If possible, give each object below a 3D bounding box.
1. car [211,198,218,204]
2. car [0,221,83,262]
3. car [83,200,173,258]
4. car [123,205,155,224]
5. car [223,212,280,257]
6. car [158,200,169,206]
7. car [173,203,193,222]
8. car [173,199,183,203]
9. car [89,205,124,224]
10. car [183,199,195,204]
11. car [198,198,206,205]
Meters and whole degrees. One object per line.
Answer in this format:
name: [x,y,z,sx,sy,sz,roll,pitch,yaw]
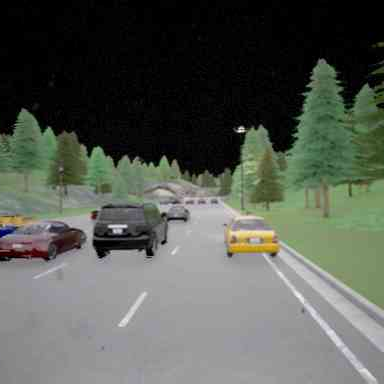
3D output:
car: [6.208,2.496,91.872,2.097,1.767,4.553,-1,-1,4]
car: [-5.904,1.861,13.533,1.994,1.385,4.181,-1,-1,4]
car: [-2.366,1.460,14.046,2.150,2.045,5.566,-1,-1,4]
car: [-4.773,2.014,30.557,1.837,1.490,4.892,-1,-1,4]
car: [2.239,1.601,13.498,1.801,1.575,5.366,-1,-1,4]
car: [-7.808,2.942,91.991,2.033,1.411,5.357,-1,-1,4]
car: [-1.250,2.012,30.785,1.994,1.385,4.181,-1,-1,4]
car: [-4.262,2.844,92.592,1.837,1.490,4.892,-1,-1,4]
car: [-8.166,2.073,32.263,1.882,1.535,5.008,-1,-1,4]
car: [-0.770,2.801,92.361,1.812,1.442,4.674,-1,-1,4]
car: [2.716,2.564,92.103,2.097,1.767,4.553,-1,-1,4]
